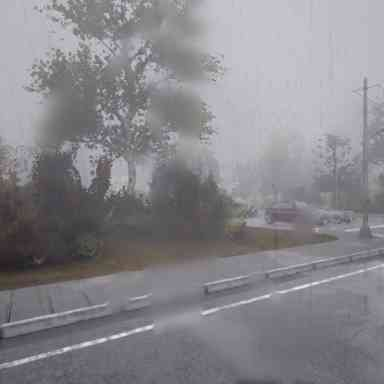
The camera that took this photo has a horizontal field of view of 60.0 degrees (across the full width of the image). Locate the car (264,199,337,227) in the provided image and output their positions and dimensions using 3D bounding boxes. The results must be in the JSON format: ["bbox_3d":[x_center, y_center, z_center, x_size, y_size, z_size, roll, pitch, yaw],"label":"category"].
[{"bbox_3d":[7.389,1.425,23.637,2.097,1.767,4.553,0,-1,-38],"label":"car"}]

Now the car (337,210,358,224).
[{"bbox_3d":[10.182,1.674,25.840,1.895,1.301,4.718,0,-1,-39],"label":"car"}]

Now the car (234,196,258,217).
[{"bbox_3d":[3.944,1.429,33.373,2.150,2.045,5.566,0,-1,-41],"label":"car"}]
